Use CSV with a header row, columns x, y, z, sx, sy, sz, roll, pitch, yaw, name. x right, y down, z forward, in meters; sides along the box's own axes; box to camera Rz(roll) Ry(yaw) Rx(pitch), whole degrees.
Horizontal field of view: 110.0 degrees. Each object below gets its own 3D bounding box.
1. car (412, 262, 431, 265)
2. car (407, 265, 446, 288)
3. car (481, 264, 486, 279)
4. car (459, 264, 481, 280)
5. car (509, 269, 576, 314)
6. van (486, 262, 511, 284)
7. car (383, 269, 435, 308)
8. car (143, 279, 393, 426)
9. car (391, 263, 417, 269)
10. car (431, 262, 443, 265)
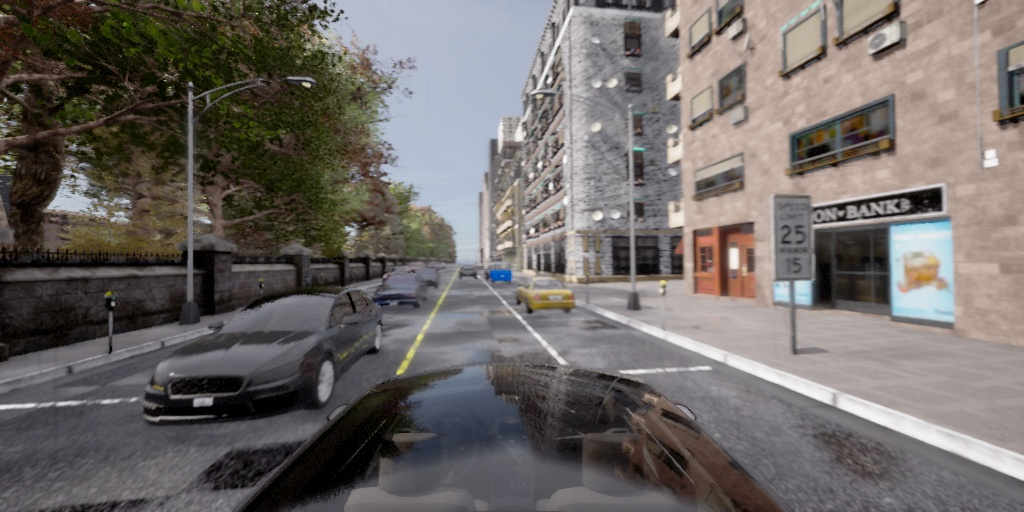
x,y,z,sx,sy,sz,roll,pitch,yaw,name
-10.796,1.617,40.541,2.192,1.841,5.009,0,0,-8,car
-6.395,1.651,27.248,2.033,1.411,5.357,-1,-1,-8,car
-1.753,1.590,36.172,1.967,1.591,4.097,0,0,-8,car
-4.696,1.702,38.538,2.128,1.511,4.902,-1,-1,-7,car
1.176,1.400,14.385,1.751,1.417,4.829,0,0,-8,car
-1.015,1.422,30.683,1.690,1.789,3.998,0,0,-8,van
-4.979,1.519,16.676,2.033,1.411,5.357,-1,-1,-8,car
-3.608,1.347,6.265,1.837,1.490,4.892,-1,-1,-7,car
-9.320,1.602,29.563,1.967,1.591,4.097,0,0,-8,car
-13.748,1.900,62.496,2.192,1.841,5.009,0,0,-8,car
